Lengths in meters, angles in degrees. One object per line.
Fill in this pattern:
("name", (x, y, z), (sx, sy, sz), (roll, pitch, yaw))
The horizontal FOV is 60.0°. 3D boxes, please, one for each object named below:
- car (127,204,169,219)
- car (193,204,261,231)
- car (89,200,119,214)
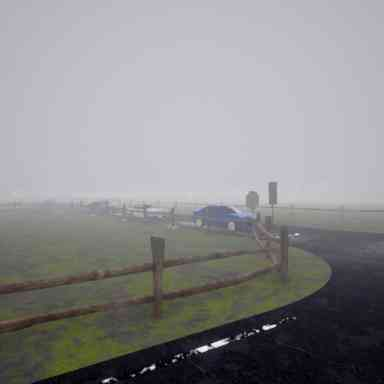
("car", (-3.887, 1.687, 29.082), (1.895, 1.301, 4.718), (0, 0, -35))
("car", (2.041, 1.532, 20.763), (1.882, 1.535, 5.008), (0, 0, -36))
("car", (-10.138, 1.671, 37.896), (2.033, 1.411, 5.357), (0, 0, -35))
